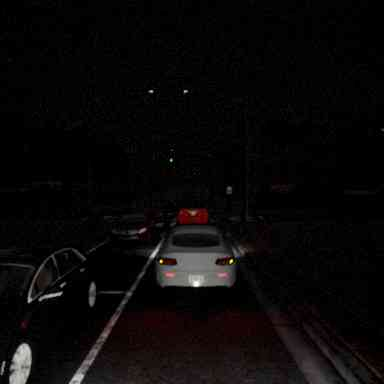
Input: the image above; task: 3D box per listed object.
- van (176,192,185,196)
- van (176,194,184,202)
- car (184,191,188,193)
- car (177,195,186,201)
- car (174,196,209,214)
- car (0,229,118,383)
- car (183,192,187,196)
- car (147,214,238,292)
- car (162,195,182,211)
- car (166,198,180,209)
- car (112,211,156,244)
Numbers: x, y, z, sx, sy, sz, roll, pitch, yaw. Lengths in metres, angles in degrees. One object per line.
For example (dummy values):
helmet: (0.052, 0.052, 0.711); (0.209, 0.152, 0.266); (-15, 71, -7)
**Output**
van: (-2.728, 1.447, 64.748); (1.690, 1.788, 3.998); (-1, 0, 0)
van: (-2.737, 1.404, 75.829); (1.690, 1.788, 3.998); (-1, 0, 0)
car: (-2.750, 1.256, 92.462); (2.192, 1.841, 5.009); (-1, 1, 0)
car: (-2.742, 1.546, 86.912); (2.008, 1.369, 4.403); (-1, 0, 0)
car: (0.076, 1.396, 23.147); (2.097, 1.767, 4.553); (0, 0, 0)
car: (-2.664, 1.556, 4.921); (2.008, 1.369, 4.403); (-2, 0, 0)
car: (-2.735, 1.403, 70.292); (2.192, 1.841, 5.009); (-1, 0, 0)
car: (0.092, 1.536, 8.809); (1.812, 1.442, 4.674); (0, 0, 0)
car: (-2.708, 1.541, 42.592); (1.967, 1.590, 4.097); (-2, 0, 0)
car: (-2.710, 1.641, 47.959); (1.752, 1.417, 4.829); (-2, 0, 0)
car: (-2.675, 1.604, 15.815); (1.802, 1.307, 4.206); (-2, 0, 0)
